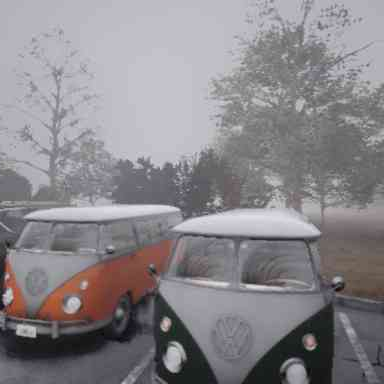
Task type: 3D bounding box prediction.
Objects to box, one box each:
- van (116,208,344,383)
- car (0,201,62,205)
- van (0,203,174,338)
[{"bbox_3d":[0.873,1.259,4.749,1.878,1.987,4.442,1,-1,16],"label":"van"},{"bbox_3d":[-3.940,1.238,8.348,2.435,2.045,5.566,0,-1,15],"label":"car"},{"bbox_3d":[-1.552,1.261,6.477,1.878,1.987,4.442,1,-1,16],"label":"van"}]
